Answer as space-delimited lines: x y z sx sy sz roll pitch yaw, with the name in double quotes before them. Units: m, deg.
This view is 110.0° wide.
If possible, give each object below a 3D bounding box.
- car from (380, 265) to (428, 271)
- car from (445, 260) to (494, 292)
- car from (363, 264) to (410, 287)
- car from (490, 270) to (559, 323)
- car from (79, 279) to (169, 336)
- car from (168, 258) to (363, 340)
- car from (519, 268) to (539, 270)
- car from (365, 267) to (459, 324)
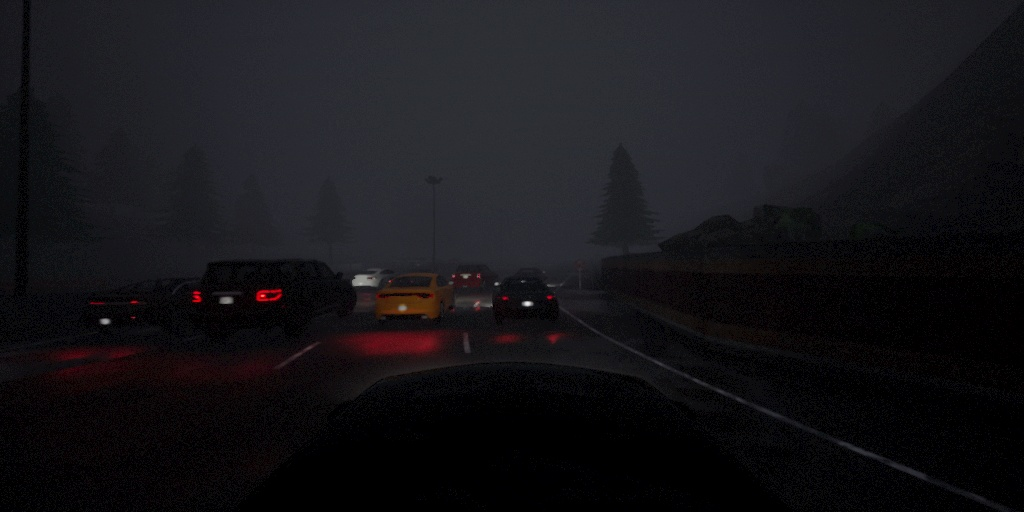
"car" -5.977 1.516 23.137 2.033 1.411 5.357 -1 0 11
"car" -2.334 1.270 23.415 2.097 1.767 4.553 -1 0 11
"car" -9.141 1.548 25.043 1.812 1.442 4.674 -1 0 12
"car" 0.350 1.362 12.342 1.994 1.385 4.181 -1 0 -3
"car" -10.099 1.409 11.205 2.128 1.511 4.902 -1 0 -3
"car" -6.597 1.094 10.698 2.150 2.045 5.566 -1 0 -4
"car" 1.141 1.434 22.937 1.994 1.385 4.181 -1 0 12
"car" -3.147 1.319 12.448 1.882 1.535 5.008 -1 -1 -2
